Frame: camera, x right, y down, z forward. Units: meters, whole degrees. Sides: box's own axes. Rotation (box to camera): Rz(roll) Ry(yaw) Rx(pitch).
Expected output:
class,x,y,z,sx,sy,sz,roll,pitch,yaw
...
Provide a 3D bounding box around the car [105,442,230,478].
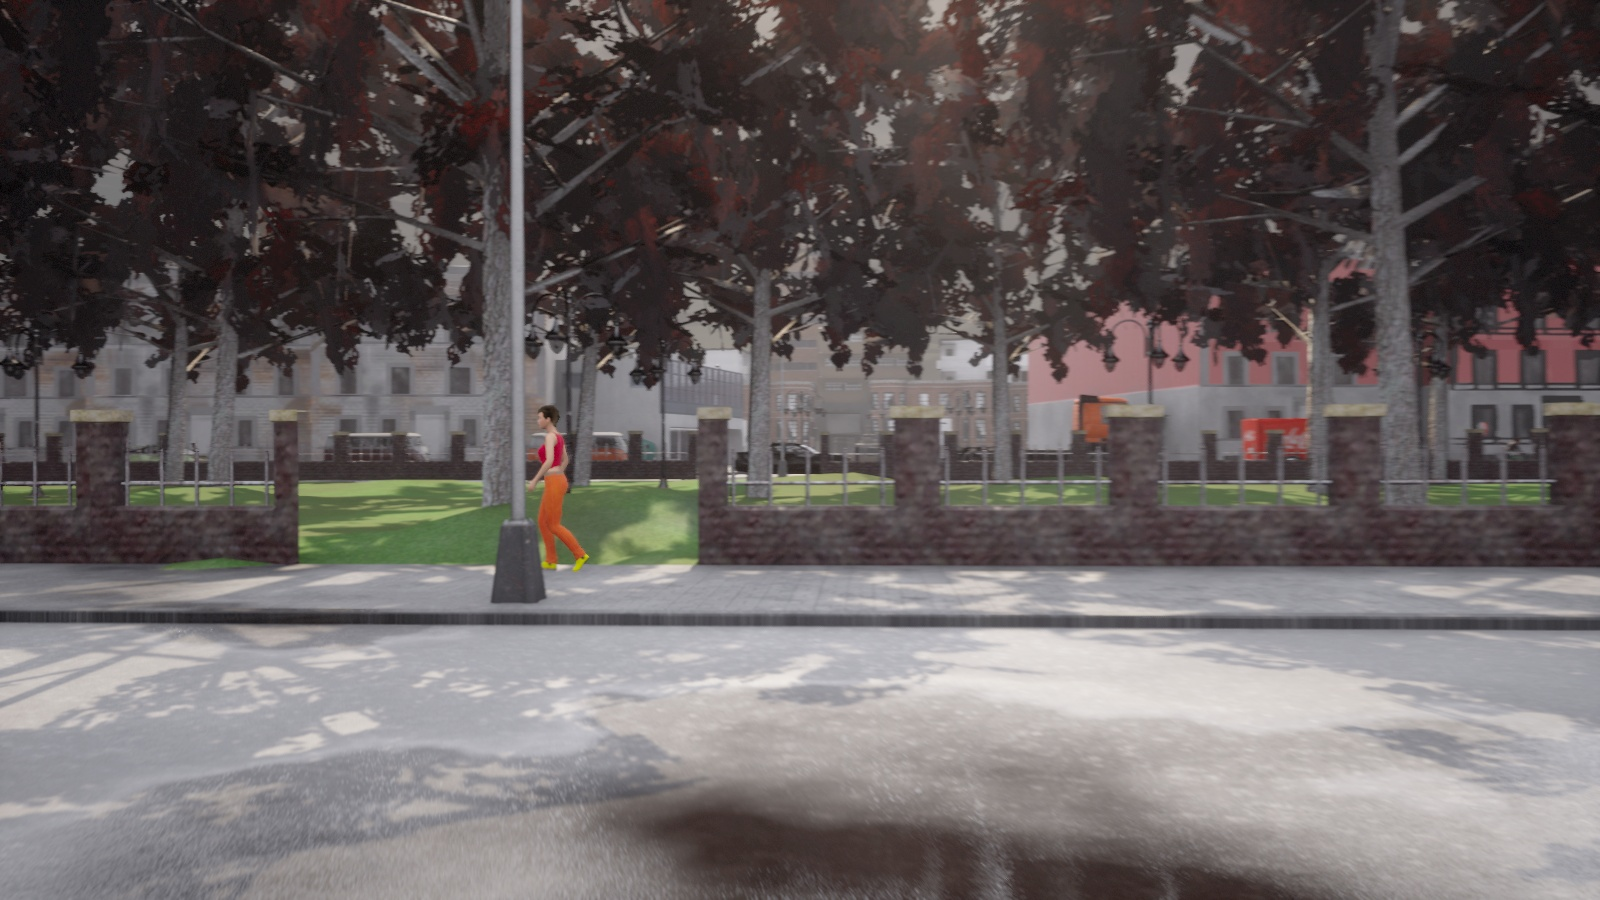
class,x,y,z,sx,sy,sz,roll,pitch,yaw
car,-27.706,0.430,55.095,4.514,1.525,2.007,0,0,3

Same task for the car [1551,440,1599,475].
class,x,y,z,sx,sy,sz,roll,pitch,yaw
car,36.199,0.326,55.352,4.902,1.511,2.128,0,0,3

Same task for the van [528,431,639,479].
class,x,y,z,sx,sy,sz,roll,pitch,yaw
van,-9.280,0.210,54.024,4.442,1.987,1.775,0,0,3

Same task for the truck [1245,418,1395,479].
class,x,y,z,sx,sy,sz,roll,pitch,yaw
truck,21.526,-0.074,52.198,5.204,2.467,2.627,0,0,3

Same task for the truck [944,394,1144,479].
class,x,y,z,sx,sy,sz,roll,pitch,yaw
truck,10.136,-0.552,52.869,7.936,3.462,2.891,0,0,3

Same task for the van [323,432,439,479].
class,x,y,z,sx,sy,sz,roll,pitch,yaw
van,-18.154,0.222,54.541,4.442,1.987,1.775,0,0,3

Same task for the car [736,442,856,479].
class,x,y,z,sx,sy,sz,roll,pitch,yaw
car,-0.115,0.422,53.483,5.008,1.535,1.882,0,0,3

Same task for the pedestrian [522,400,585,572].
class,x,y,z,sx,sy,sz,roll,pitch,yaw
pedestrian,-2.672,0.384,13.632,0.594,1.836,0.345,0,0,3
